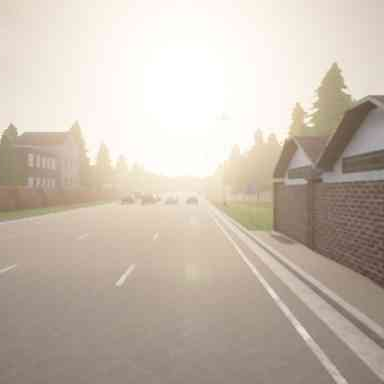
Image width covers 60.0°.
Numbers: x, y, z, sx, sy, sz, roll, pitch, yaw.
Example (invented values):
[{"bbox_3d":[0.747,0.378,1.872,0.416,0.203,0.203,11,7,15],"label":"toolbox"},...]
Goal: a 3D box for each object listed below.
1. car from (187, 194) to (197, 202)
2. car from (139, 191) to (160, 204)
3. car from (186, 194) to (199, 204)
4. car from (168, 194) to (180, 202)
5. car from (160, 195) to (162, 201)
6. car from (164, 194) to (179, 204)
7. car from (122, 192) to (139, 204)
[{"bbox_3d":[-0.003,1.107,65.200,1.837,1.490,4.892,0,0,0],"label":"car"},{"bbox_3d":[-6.950,1.016,54.973,2.097,1.767,4.553,0,0,1],"label":"car"},{"bbox_3d":[0.048,1.189,54.882,1.812,1.442,4.674,0,0,1],"label":"car"},{"bbox_3d":[-3.503,1.151,65.201,2.033,1.411,5.357,0,0,0],"label":"car"},{"bbox_3d":[-7.003,1.167,65.200,1.994,1.385,4.181,0,0,0],"label":"car"},{"bbox_3d":[-3.449,1.188,55.211,1.812,1.442,4.674,0,0,1],"label":"car"},{"bbox_3d":[-10.448,1.166,55.536,1.837,1.490,4.892,0,1,1],"label":"car"}]
